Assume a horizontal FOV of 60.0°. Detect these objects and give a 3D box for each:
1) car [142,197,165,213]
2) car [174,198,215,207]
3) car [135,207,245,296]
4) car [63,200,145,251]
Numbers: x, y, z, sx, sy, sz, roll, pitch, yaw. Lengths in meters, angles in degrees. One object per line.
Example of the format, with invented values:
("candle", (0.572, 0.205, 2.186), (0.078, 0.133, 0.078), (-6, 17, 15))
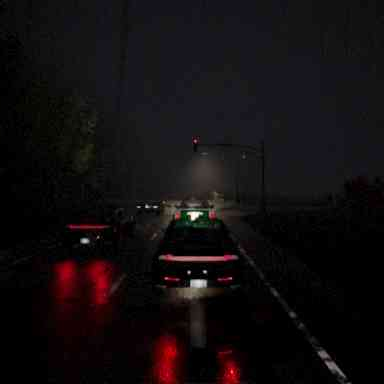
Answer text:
("car", (-3.348, 1.126, 27.244), (2.033, 1.411, 5.357), (0, 1, 0))
("car", (0.132, 1.082, 17.410), (2.097, 1.767, 4.553), (0, 1, 0))
("car", (0.116, 1.362, 8.263), (2.128, 1.511, 4.902), (0, 1, 0))
("car", (-3.376, 1.290, 12.938), (2.128, 1.511, 4.902), (0, 1, 0))
